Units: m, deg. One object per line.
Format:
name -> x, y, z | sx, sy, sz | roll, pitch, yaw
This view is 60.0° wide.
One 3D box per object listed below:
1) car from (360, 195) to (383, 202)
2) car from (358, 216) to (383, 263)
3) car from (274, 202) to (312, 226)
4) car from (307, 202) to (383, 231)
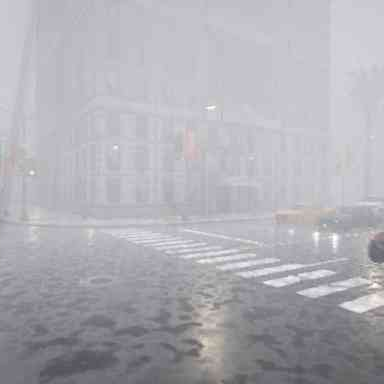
car -> 16.536, 1.279, 29.460 | 5.566, 2.045, 2.150 | 0, 0, -33
car -> 7.620, 1.592, 10.822 | 4.181, 1.385, 1.994 | 0, 0, -34
car -> 8.046, 1.521, 23.846 | 5.008, 1.535, 1.882 | 0, 0, -34
car -> 9.969, 1.587, 20.925 | 5.357, 1.411, 2.033 | 0, 0, -34
